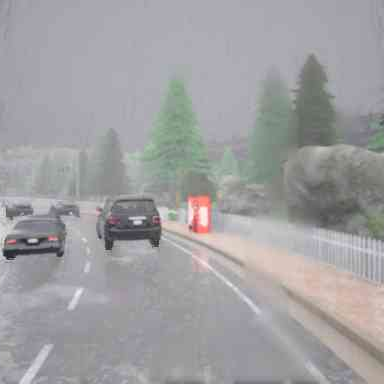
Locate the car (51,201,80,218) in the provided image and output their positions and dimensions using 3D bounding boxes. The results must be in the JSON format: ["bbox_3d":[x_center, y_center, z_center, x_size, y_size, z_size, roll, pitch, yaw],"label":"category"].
[{"bbox_3d":[-11.564,1.552,30.229,1.837,1.490,4.892,0,0,-33],"label":"car"}]

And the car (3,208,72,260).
[{"bbox_3d":[-5.832,1.575,12.775,2.033,1.411,5.357,0,0,-20],"label":"car"}]

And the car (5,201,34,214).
[{"bbox_3d":[-15.314,1.581,29.602,1.837,1.490,4.892,0,0,-33],"label":"car"}]

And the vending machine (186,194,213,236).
[{"bbox_3d":[0.389,1.170,17.299,1.100,2.100,0.880,0,0,-22],"label":"vending machine"}]

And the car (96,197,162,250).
[{"bbox_3d":[-2.932,1.222,14.764,2.150,2.045,5.566,0,0,-20],"label":"car"}]
